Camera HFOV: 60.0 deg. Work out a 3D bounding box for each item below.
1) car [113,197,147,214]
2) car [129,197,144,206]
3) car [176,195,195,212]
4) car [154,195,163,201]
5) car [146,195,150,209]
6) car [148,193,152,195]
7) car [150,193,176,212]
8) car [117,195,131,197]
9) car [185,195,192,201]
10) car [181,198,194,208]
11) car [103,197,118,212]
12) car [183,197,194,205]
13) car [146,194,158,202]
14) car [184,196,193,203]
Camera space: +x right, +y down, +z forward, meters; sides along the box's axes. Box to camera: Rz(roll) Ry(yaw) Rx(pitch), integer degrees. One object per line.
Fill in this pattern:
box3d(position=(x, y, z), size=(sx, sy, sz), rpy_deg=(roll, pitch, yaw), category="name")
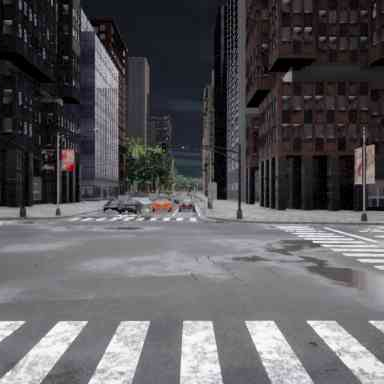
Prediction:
box3d(position=(-6.403, 1.543, 35.027), size=(2.033, 1.411, 5.357), rpy_deg=(0, 0, 0), category="car")
box3d(position=(-9.174, 1.564, 55.003), size=(1.752, 1.417, 4.829), rpy_deg=(0, 0, 0), category="car")
box3d(position=(-0.564, 1.444, 38.938), size=(1.967, 1.590, 4.097), rpy_deg=(0, 0, 0), category="car")
box3d(position=(-9.377, 1.685, 93.154), size=(1.887, 1.381, 4.507), rpy_deg=(0, 0, 0), category="car")
box3d(position=(-6.456, 1.543, 45.253), size=(1.812, 1.442, 4.674), rpy_deg=(0, 0, 0), category="car")
box3d(position=(-6.501, 1.262, 55.896), size=(2.150, 2.045, 5.566), rpy_deg=(0, 0, -1), category="car")
box3d(position=(-3.296, 1.355, 38.642), size=(2.097, 1.767, 4.553), rpy_deg=(0, 0, 1), category="car")
box3d(position=(-9.118, 1.330, 44.321), size=(2.192, 1.841, 5.009), rpy_deg=(0, 0, 0), category="car")
box3d(position=(-0.853, 1.685, 93.187), size=(1.887, 1.381, 4.507), rpy_deg=(0, 0, 0), category="car")
box3d(position=(-0.621, 1.608, 49.787), size=(1.802, 1.307, 4.206), rpy_deg=(0, 0, 0), category="car")
box3d(position=(-9.089, 1.569, 38.895), size=(1.947, 1.339, 4.313), rpy_deg=(0, 0, 0), category="car")
box3d(position=(-0.679, 1.596, 60.637), size=(1.887, 1.381, 4.507), rpy_deg=(0, 0, 0), category="car")
box3d(position=(-9.292, 1.408, 76.877), size=(2.192, 1.841, 5.009), rpy_deg=(0, 0, 0), category="car")
box3d(position=(-0.738, 1.604, 71.657), size=(1.752, 1.417, 4.829), rpy_deg=(0, 0, 0), category="car")
